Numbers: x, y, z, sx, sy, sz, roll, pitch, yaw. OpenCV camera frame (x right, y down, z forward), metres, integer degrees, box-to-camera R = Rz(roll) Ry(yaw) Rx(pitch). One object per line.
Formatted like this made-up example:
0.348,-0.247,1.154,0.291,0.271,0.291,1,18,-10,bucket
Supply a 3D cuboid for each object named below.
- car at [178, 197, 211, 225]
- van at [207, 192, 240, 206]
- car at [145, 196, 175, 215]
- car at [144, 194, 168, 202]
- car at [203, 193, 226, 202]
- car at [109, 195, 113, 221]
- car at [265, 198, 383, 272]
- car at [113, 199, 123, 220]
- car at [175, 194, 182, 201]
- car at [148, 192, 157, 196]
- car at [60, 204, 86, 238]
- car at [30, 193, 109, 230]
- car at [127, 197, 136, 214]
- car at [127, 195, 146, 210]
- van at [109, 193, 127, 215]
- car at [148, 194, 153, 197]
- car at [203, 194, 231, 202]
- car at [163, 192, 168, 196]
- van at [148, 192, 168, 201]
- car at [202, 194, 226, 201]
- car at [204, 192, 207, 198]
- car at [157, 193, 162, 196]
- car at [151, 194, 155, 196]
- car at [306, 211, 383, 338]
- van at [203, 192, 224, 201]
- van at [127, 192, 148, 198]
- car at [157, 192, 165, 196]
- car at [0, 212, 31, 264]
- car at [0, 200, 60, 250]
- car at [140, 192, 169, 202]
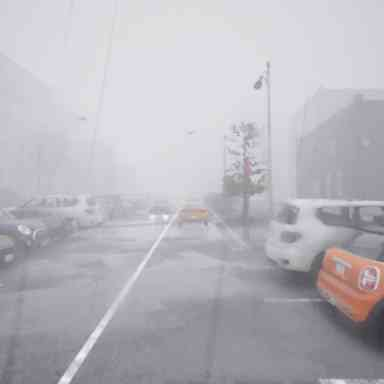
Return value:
0.096,1.394,23.539,1.882,1.535,5.008,0,0,0,car
4.789,1.081,48.915,4.442,1.987,1.878,0,0,0,van
-3.105,1.429,33.229,2.033,1.411,5.357,0,0,0,car
-7.661,1.233,70.924,5.008,1.535,2.097,0,0,0,car
4.638,1.113,68.455,4.553,1.767,2.185,0,0,0,car
-7.622,1.281,20.697,4.553,1.767,2.185,0,0,0,car
4.707,1.199,8.474,5.566,2.045,2.435,0,0,0,car
-7.682,1.426,23.489,4.792,1.488,2.163,0,0,0,car
-3.012,1.243,74.198,1.882,1.535,5.008,0,0,0,car
-7.625,1.192,45.838,4.553,1.767,2.185,0,0,0,car
-7.681,1.455,15.111,4.792,1.488,2.163,0,0,0,car
-7.680,1.165,17.902,5.566,2.045,2.435,0,0,0,car
-7.652,1.417,29.079,4.674,1.452,2.002,0,0,0,car
-7.650,1.357,34.541,5.008,1.535,2.097,0,0,0,car
-7.771,1.161,26.284,4.442,1.987,1.878,0,0,0,van
-7.662,1.338,40.253,4.892,1.521,2.231,0,0,0,car
4.855,1.245,65.536,5.366,1.575,1.946,0,0,0,car
-7.631,1.278,65.396,4.792,1.488,2.163,0,0,0,car
-7.779,1.050,76.544,4.442,1.987,1.878,0,-1,0,van
4.674,1.233,71.245,5.008,1.535,2.097,0,0,0,car
4.700,1.046,51.706,5.566,2.045,2.435,0,0,0,car
-7.843,1.295,51.427,5.366,1.575,1.946,0,0,0,car
-7.651,1.328,43.047,4.892,1.521,2.231,0,0,0,car
4.648,1.334,5.662,4.553,1.767,2.185,0,0,0,car
4.785,1.021,74.021,4.442,1.987,1.878,0,-1,0,van
-7.539,1.121,37.459,4.442,1.987,1.878,0,0,0,van
-7.845,1.275,57.015,5.366,1.575,1.946,0,0,0,car
-7.621,1.475,9.521,4.792,1.488,2.163,0,0,0,car
-7.683,1.310,12.317,4.553,1.767,2.185,0,0,0,car
-7.632,0.987,68.188,5.566,2.045,2.435,0,0,0,car
